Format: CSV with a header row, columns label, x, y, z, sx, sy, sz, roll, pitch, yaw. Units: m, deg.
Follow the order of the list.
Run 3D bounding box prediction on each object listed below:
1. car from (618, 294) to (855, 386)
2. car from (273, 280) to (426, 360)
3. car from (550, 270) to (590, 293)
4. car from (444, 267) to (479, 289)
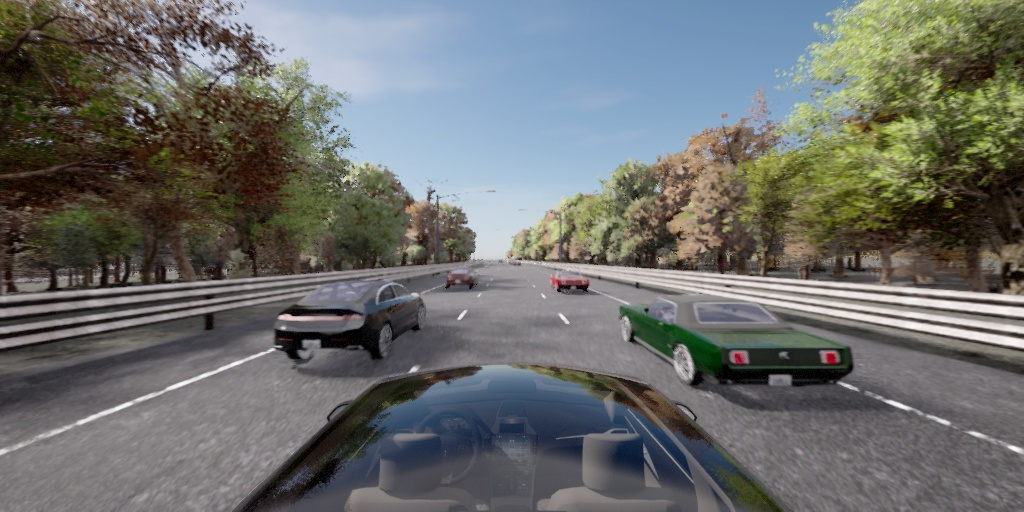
label,x,y,z,sx,sy,sz,roll,pitch,yaw
car,3.595,1.400,7.021,1.895,1.301,4.718,0,-1,0
car,-3.410,1.308,8.521,2.128,1.511,4.902,0,-1,0
car,3.517,1.550,22.767,1.895,1.301,4.718,0,-1,0
car,-3.507,1.503,25.412,1.812,1.442,4.674,0,-1,0
